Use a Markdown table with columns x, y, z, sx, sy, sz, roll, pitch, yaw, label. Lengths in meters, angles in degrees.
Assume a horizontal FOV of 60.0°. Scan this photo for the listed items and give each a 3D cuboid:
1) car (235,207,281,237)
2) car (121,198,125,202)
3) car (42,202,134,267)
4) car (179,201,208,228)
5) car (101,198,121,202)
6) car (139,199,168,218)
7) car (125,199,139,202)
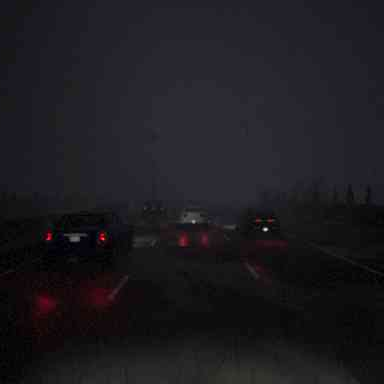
| x | y | z | sx | sy | sz | roll | pitch | yaw | label |
| --- | --- | --- | --- | --- | --- | --- | --- | --- | --- |
| 3.600 | 1.587 | 18.711 | 1.837 | 1.490 | 4.892 | 0 | 0 | 0 | car |
| -14.029 | 1.847 | 65.035 | 1.994 | 1.385 | 4.181 | 0 | 0 | 15 | car |
| -3.400 | 1.404 | 11.779 | 2.097 | 1.767 | 4.553 | 0 | 0 | 0 | car |
| 0.098 | 1.626 | 23.058 | 1.812 | 1.442 | 4.674 | 0 | 0 | 0 | car |
| -13.095 | 1.824 | 51.319 | 1.895 | 1.301 | 4.718 | 0 | 0 | 7 | car |
| -3.399 | 1.489 | 31.460 | 2.097 | 1.767 | 4.553 | 0 | 0 | 0 | car |
| -8.988 | 1.804 | 55.036 | 1.994 | 1.385 | 4.181 | 0 | 0 | 9 | car |
